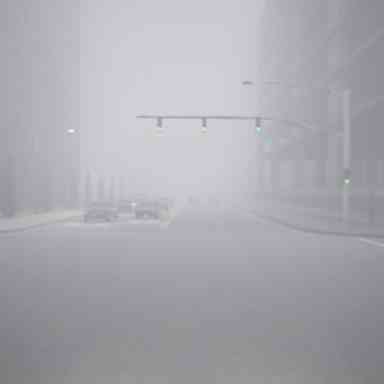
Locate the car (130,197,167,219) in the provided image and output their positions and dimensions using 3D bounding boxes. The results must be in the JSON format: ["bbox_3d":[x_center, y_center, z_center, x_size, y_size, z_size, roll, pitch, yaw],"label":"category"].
[{"bbox_3d":[-3.594,1.464,28.506,2.033,1.411,5.357,0,0,0],"label":"car"}]

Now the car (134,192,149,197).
[{"bbox_3d":[-7.078,1.070,46.105,2.150,2.045,5.566,0,0,0],"label":"car"}]

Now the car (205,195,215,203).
[{"bbox_3d":[3.514,1.302,65.119,1.812,1.442,4.674,0,0,0],"label":"car"}]

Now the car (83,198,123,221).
[{"bbox_3d":[-7.095,1.429,26.338,1.837,1.490,4.892,0,0,0],"label":"car"}]

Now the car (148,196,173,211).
[{"bbox_3d":[-3.591,1.357,38.152,1.882,1.535,5.008,0,0,0],"label":"car"}]

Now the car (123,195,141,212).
[{"bbox_3d":[-7.090,1.393,35.742,1.837,1.490,4.892,0,0,0],"label":"car"}]

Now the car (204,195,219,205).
[{"bbox_3d":[3.512,1.303,56.044,2.128,1.511,4.902,0,0,0],"label":"car"}]

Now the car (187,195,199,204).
[{"bbox_3d":[0.113,1.287,56.534,1.882,1.535,5.008,0,0,0],"label":"car"}]

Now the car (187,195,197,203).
[{"bbox_3d":[0.017,1.338,65.706,1.994,1.385,4.181,0,0,0],"label":"car"}]
